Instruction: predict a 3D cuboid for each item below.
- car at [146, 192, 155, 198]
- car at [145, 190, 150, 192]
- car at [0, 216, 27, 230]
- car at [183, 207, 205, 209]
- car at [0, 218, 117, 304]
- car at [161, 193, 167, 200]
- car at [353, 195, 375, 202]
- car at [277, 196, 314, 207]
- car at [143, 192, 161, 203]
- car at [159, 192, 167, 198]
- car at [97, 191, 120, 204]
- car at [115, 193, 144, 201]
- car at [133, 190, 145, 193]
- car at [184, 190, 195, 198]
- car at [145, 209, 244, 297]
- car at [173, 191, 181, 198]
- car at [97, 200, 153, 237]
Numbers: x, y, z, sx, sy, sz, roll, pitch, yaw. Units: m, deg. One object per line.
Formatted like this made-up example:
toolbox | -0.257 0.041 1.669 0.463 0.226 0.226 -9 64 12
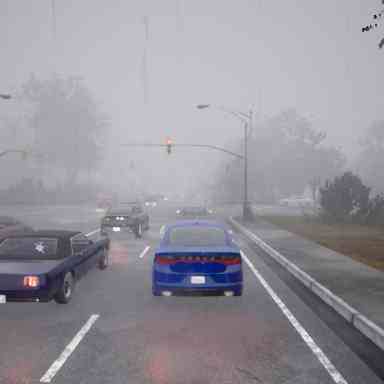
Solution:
car | -11.047 0.658 88.890 2.128 1.511 4.902 0 1 -4
car | -10.478 0.594 73.677 2.150 2.045 5.566 0 1 0
car | -7.082 1.512 11.299 1.994 1.385 4.181 0 0 0
car | 0.126 1.458 17.572 1.994 1.385 4.181 0 0 0
car | -3.387 1.573 8.044 1.895 1.301 4.718 0 0 0
car | -6.944 0.880 71.009 1.882 1.535 5.008 0 1 0
car | 22.478 1.174 43.329 4.892 1.490 1.837 0 1 -3
car | 13.290 1.200 42.822 4.674 1.442 1.812 0 1 -3
car | -6.999 1.108 57.661 1.994 1.385 4.181 0 1 0
car | -7.347 0.796 85.423 1.895 1.301 4.718 0 1 -3
car | -10.532 0.898 42.793 2.150 2.045 5.566 0 0 0
car | -7.042 1.194 37.971 1.882 1.535 5.008 0 0 0
car | -10.478 0.860 61.398 2.097 1.767 4.553 0 1 0
car | -0.340 0.419 85.464 2.150 2.045 5.566 0 1 -4
car | 0.114 1.446 8.591 1.882 1.535 5.008 0 0 0
car | -3.836 0.737 85.329 2.033 1.411 5.357 0 1 -4
car | -3.373 1.402 17.296 1.837 1.490 4.892 0 0 0
